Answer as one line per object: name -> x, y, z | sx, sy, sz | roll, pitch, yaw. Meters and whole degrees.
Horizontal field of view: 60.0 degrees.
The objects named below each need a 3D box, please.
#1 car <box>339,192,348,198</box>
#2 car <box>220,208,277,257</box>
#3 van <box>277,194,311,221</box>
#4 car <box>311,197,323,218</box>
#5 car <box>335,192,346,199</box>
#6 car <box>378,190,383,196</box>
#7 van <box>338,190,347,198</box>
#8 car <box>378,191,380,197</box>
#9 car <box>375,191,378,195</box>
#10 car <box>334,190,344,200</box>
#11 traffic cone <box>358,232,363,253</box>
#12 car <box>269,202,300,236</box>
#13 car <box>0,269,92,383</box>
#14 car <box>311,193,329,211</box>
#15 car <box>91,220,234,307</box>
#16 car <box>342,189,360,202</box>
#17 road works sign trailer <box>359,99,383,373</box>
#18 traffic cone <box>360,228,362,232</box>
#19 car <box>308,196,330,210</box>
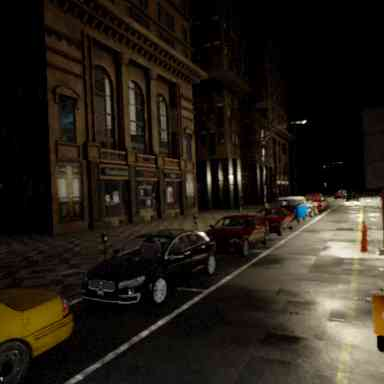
car -> 37.952, 0.656, 83.182 | 1.887, 1.381, 4.507 | -3, -1, 27
car -> 1.808, 1.595, 13.326 | 1.887, 1.381, 4.507 | -3, -1, 27
van -> 6.962, 1.254, 23.308 | 1.690, 1.788, 3.998 | -3, -1, 27
car -> 9.553, 1.395, 28.295 | 2.008, 1.369, 4.403 | -3, -1, 27
car -> 32.789, 0.808, 73.202 | 1.947, 1.339, 4.313 | -3, -1, 27
car -> 45.522, 0.287, 79.278 | 1.947, 1.339, 4.313 | -3, -1, 27
van -> 35.361, 0.518, 78.194 | 1.690, 1.788, 3.998 | -3, -1, 27
car -> 37.770, 0.358, 64.310 | 1.967, 1.590, 4.097 | -3, -1, 27
car -> 42.928, 0.102, 74.291 | 2.192, 1.841, 5.009 | -3, -1, 27
car -> 30.208, 0.890, 68.212 | 1.802, 1.307, 4.206 | -3, -1, 27
traffic cone -> 5.981, 1.795, 11.596 | 0.340, 0.580, 0.340 | -3, -1, 27
car -> 4.390, 1.526, 18.316 | 1.887, 1.381, 4.507 | -3, -1, 27
car -> -3.434, 1.717, 3.196 | 1.752, 1.417, 4.829 | -3, -1, 27
car -> 12.124, 1.091, 33.288 | 2.192, 1.841, 5.009 | -3, -1, 27
car -> -0.771, 1.670, 8.342 | 2.008, 1.369, 4.403 | -3, -1, 27
car -> 26.501, 0.815, 55.052 | 1.882, 1.535, 5.008 | -3, -1, 27
road works sign trailer -> 3.826, 0.334, 4.808 | 2.380, 3.560, 2.880 | -3, -1, 27
traffic cone -> 6.900, 1.771, 13.372 | 0.340, 0.580, 0.340 | -3, -1, 27
car -> 14.638, 1.234, 38.124 | 1.752, 1.417, 4.829 | -3, -1, 27
